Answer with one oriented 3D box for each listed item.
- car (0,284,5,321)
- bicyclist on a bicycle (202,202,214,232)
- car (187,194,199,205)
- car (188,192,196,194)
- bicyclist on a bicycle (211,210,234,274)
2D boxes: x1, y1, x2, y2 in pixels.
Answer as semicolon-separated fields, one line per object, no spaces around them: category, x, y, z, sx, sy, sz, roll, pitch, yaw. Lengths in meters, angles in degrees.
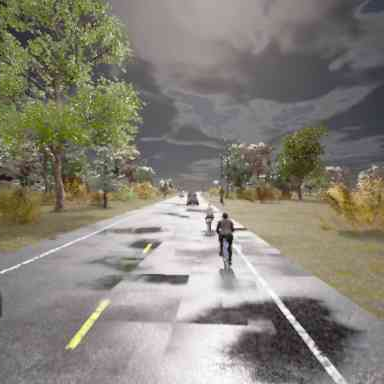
car;-3.599;1.519;3.003;1.812;1.442;4.674;0;0;0
bicyclist on a bicycle;0.988;1.391;18.685;0.866;1.612;1.509;0;0;0
car;0.122;1.455;54.433;1.895;1.301;4.718;0;0;0
car;0.029;1.018;73.598;2.150;2.045;5.566;0;0;0
bicyclist on a bicycle;0.966;1.430;9.578;0.582;1.620;1.656;0;0;0
